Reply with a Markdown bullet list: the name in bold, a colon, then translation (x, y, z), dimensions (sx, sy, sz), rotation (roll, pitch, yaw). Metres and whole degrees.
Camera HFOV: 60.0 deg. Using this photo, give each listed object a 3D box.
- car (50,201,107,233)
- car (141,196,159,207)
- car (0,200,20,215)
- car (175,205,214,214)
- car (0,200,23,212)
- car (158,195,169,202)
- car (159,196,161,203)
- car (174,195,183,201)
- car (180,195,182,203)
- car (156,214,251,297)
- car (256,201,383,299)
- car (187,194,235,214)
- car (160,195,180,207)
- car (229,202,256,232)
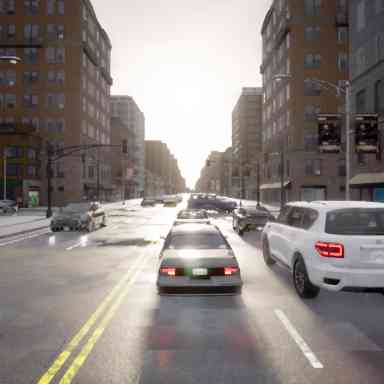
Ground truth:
- **car**: translation (-6.615, 1.353, 19.779), dimensions (2.097, 1.767, 4.553), rotation (0, 0, 0)
- **car**: translation (-6.640, 1.502, 50.679), dimensions (1.837, 1.490, 4.892), rotation (0, 0, 0)
- **car**: translation (-19.740, 1.485, 32.793), dimensions (4.902, 1.511, 2.128), rotation (0, 0, 0)
- **car**: translation (0.069, 1.601, 18.426), dimensions (1.895, 1.301, 4.718), rotation (0, 0, 2)
- **car**: translation (-22.157, 1.580, 38.291), dimensions (4.313, 1.339, 1.947), rotation (0, 0, 0)
- **car**: translation (-6.568, 1.514, 76.853), dimensions (2.128, 1.511, 4.902), rotation (0, 0, 0)
- **car**: translation (-6.601, 1.471, 64.685), dimensions (1.882, 1.535, 5.008), rotation (0, 0, 0)
- **car**: translation (-3.323, 1.514, 81.922), dimensions (2.033, 1.411, 5.357), rotation (0, 0, 0)
- **car**: translation (-3.312, 1.555, 68.802), dimensions (1.994, 1.385, 4.181), rotation (0, 0, 0)
- **car**: translation (0.080, 1.548, 8.777), dimensions (2.033, 1.411, 5.357), rotation (0, 0, -2)
- **car**: translation (3.342, 1.222, 8.598), dimensions (2.150, 2.045, 5.566), rotation (0, 0, 0)
- **car**: translation (2.096, 1.222, 35.133), dimensions (5.566, 2.045, 2.150), rotation (0, 1, 34)
- **car**: translation (-3.390, 1.475, 51.727), dimensions (1.882, 1.535, 5.008), rotation (0, 0, 0)
- **car**: translation (3.335, 1.505, 18.455), dimensions (1.837, 1.490, 4.892), rotation (0, 0, 1)
